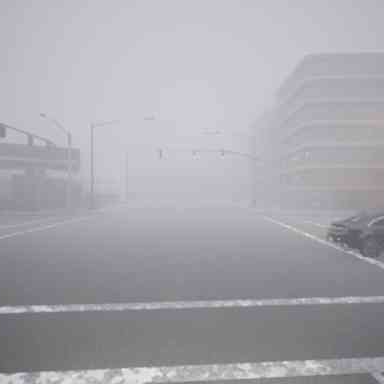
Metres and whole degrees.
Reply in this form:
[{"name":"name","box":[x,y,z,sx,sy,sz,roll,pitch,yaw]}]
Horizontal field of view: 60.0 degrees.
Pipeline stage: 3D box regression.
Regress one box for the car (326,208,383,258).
[{"name":"car","box":[7.462,1.498,12.071,4.902,1.511,2.128,0,0,0]}]

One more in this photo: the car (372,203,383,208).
[{"name":"car","box":[16.367,1.553,27.100,5.357,1.411,2.033,0,0,0]}]

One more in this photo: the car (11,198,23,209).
[{"name":"car","box":[-24.026,1.465,42.778,3.806,1.475,1.970,0,0,1]}]

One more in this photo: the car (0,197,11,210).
[{"name":"car","box":[-23.309,1.303,37.028,4.611,1.667,2.242,0,0,1]}]
